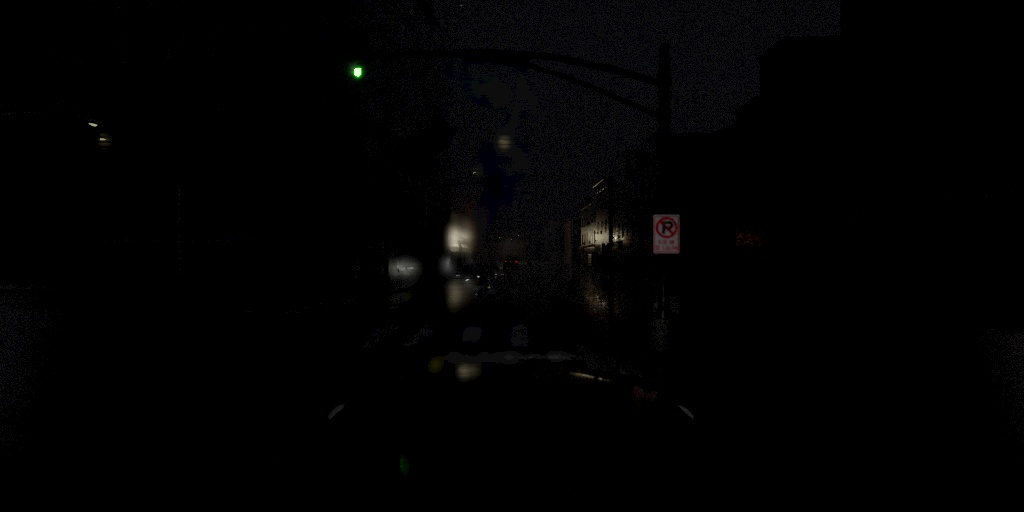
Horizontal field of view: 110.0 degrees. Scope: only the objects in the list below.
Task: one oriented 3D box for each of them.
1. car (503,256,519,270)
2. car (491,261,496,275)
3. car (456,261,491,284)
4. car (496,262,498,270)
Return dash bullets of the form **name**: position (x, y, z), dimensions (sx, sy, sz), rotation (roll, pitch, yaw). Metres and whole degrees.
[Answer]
- **car**: position (-0.182, 0.990, 52.550), dimensions (2.150, 2.045, 5.566), rotation (0, 0, 0)
- **car**: position (-2.975, 1.265, 37.104), dimensions (1.837, 1.490, 4.892), rotation (0, 0, 0)
- **car**: position (-2.938, 1.303, 26.928), dimensions (2.033, 1.411, 5.357), rotation (0, 0, 0)
- **car**: position (-3.012, 1.369, 51.961), dimensions (1.895, 1.301, 4.718), rotation (0, 0, 0)
